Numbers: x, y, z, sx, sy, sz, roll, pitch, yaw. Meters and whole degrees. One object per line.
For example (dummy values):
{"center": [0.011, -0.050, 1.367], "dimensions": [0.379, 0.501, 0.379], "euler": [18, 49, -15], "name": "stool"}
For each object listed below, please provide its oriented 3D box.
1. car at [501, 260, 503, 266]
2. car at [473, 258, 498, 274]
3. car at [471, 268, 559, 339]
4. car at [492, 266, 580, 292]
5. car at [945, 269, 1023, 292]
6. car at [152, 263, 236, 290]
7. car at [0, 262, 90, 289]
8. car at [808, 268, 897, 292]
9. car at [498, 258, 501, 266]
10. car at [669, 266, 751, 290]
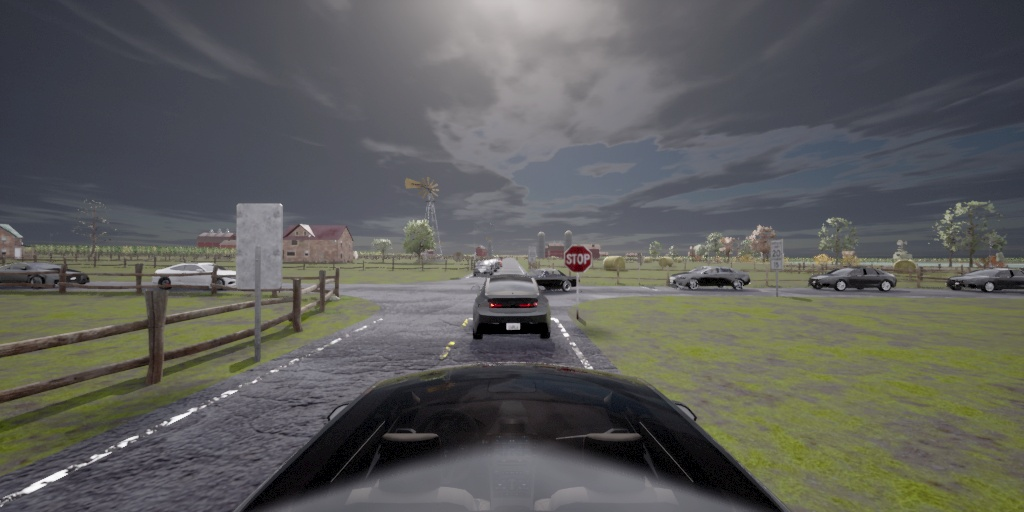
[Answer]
{"center": [-2.823, 1.240, 55.729], "dimensions": [2.128, 1.511, 4.902], "euler": [0, 0, 0], "name": "car"}
{"center": [-2.860, 1.243, 36.741], "dimensions": [2.128, 1.511, 4.902], "euler": [0, 0, 0], "name": "car"}
{"center": [-0.074, 1.256, 10.054], "dimensions": [1.837, 1.490, 4.892], "euler": [0, 0, -2], "name": "car"}
{"center": [1.499, 1.369, 20.100], "dimensions": [4.718, 1.301, 1.895], "euler": [1, 0, -35], "name": "car"}
{"center": [31.702, 1.587, 23.622], "dimensions": [4.892, 1.490, 1.837], "euler": [1, -1, -1], "name": "car"}
{"center": [-17.244, 1.104, 20.010], "dimensions": [4.674, 1.442, 1.812], "euler": [1, -1, -1], "name": "car"}
{"center": [-26.364, 1.048, 19.888], "dimensions": [4.181, 1.385, 1.994], "euler": [1, -1, -1], "name": "car"}
{"center": [22.199, 1.499, 23.501], "dimensions": [4.892, 1.490, 1.837], "euler": [1, -1, -1], "name": "car"}
{"center": [-2.854, 1.242, 46.187], "dimensions": [2.128, 1.511, 4.902], "euler": [0, 0, 0], "name": "car"}
{"center": [12.797, 1.397, 23.329], "dimensions": [4.902, 1.511, 2.128], "euler": [1, -1, -2], "name": "car"}
